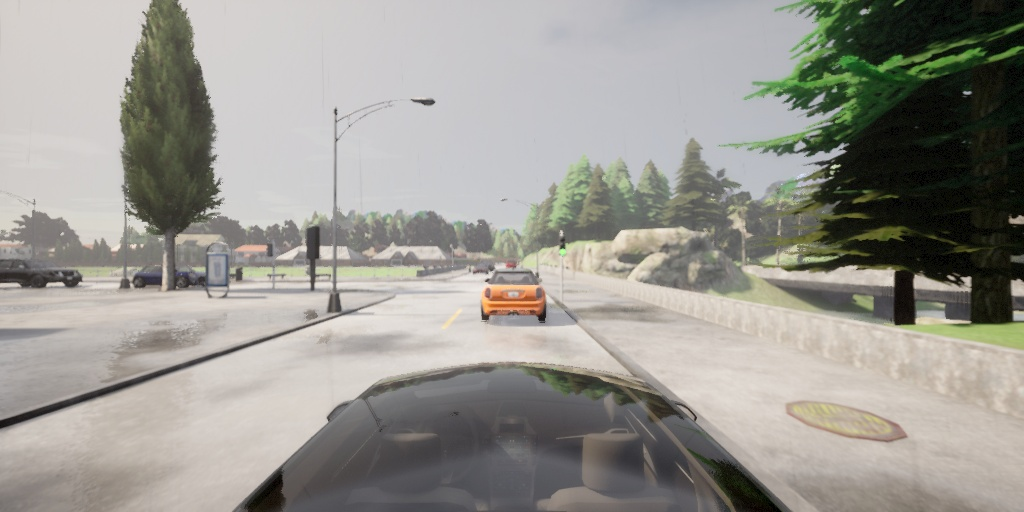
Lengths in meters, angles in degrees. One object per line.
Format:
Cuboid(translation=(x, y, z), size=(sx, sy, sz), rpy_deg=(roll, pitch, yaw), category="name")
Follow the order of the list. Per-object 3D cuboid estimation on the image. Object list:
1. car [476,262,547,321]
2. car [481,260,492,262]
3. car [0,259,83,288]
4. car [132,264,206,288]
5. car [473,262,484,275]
Cuboid(translation=(0.045, 1.232, 13.144), size=(2.097, 1.767, 4.553), rpy_deg=(0, -1, 0), category="car")
Cuboid(translation=(-4.298, 1.629, 59.491), size=(2.150, 2.045, 5.566), rpy_deg=(0, -1, 0), category="car")
Cuboid(translation=(-34.517, 1.249, 25.736), size=(5.566, 2.045, 2.150), rpy_deg=(0, -1, 0), category="car")
Cuboid(translation=(-24.194, 1.379, 25.776), size=(4.553, 1.767, 2.097), rpy_deg=(0, -1, 0), category="car")
Cuboid(translation=(-4.276, 1.863, 49.892), size=(1.994, 1.385, 4.181), rpy_deg=(0, -1, 0), category="car")
